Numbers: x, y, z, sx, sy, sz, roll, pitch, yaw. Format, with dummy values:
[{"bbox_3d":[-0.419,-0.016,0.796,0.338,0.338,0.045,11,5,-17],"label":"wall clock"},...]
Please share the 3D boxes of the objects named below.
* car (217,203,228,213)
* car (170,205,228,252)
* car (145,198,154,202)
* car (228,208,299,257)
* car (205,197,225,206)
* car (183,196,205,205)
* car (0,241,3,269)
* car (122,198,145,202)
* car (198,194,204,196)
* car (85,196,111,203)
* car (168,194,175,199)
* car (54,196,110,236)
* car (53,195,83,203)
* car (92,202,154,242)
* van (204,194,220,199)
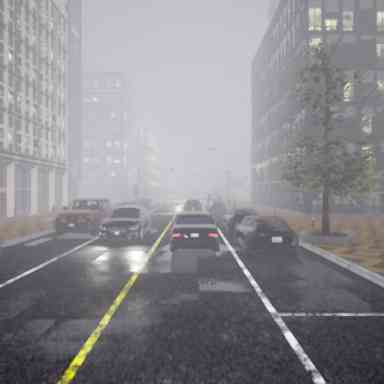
[{"bbox_3d":[2.664,1.497,18.172,1.947,1.339,4.313,0,0,0],"label":"car"},{"bbox_3d":[0.099,1.494,13.672,2.033,1.411,5.357,0,0,0],"label":"car"},{"bbox_3d":[-5.679,1.420,40.956,1.947,1.339,4.313,0,0,0],"label":"car"},{"bbox_3d":[2.663,1.517,12.483,1.947,1.339,4.313,0,0,0],"label":"car"},{"bbox_3d":[2.667,1.455,35.239,1.802,1.307,4.206,0,0,0],"label":"car"},{"bbox_3d":[0.105,1.402,34.168,1.812,1.442,4.674,0,0,0],"label":"car"},{"bbox_3d":[-5.685,1.538,6.822,1.947,1.339,4.313,0,0,0],"label":"car"},{"bbox_3d":[-5.681,1.436,29.578,1.887,1.381,4.507,0,0,0],"label":"car"},{"bbox_3d":[2.709,1.265,85.885,1.752,1.417,4.829,0,0,0],"label":"car"},{"bbox_3d":[-17.454,1.317,61.743,4.206,1.307,1.802,0,0,0],"label":"car"},{"bbox_3d":[-5.671,1.253,91.085,1.752,1.417,4.829,0,0,0],"label":"car"},{"bbox_3d":[-5.682,1.245,18.199,2.192,1.841,5.009,0,0,0],"label":"car"},{"bbox_3d":[-22.947,1.249,61.731,4.829,1.417,1.752,0,0,0],"label":"car"},{"bbox_3d":[-3.098,1.442,16.124,1.837,1.490,4.892,0,0,0],"label":"car"},{"bbox_3d":[2.669,1.196,40.928,1.690,1.788,3.998,0,0,0],"label":"van"}]
